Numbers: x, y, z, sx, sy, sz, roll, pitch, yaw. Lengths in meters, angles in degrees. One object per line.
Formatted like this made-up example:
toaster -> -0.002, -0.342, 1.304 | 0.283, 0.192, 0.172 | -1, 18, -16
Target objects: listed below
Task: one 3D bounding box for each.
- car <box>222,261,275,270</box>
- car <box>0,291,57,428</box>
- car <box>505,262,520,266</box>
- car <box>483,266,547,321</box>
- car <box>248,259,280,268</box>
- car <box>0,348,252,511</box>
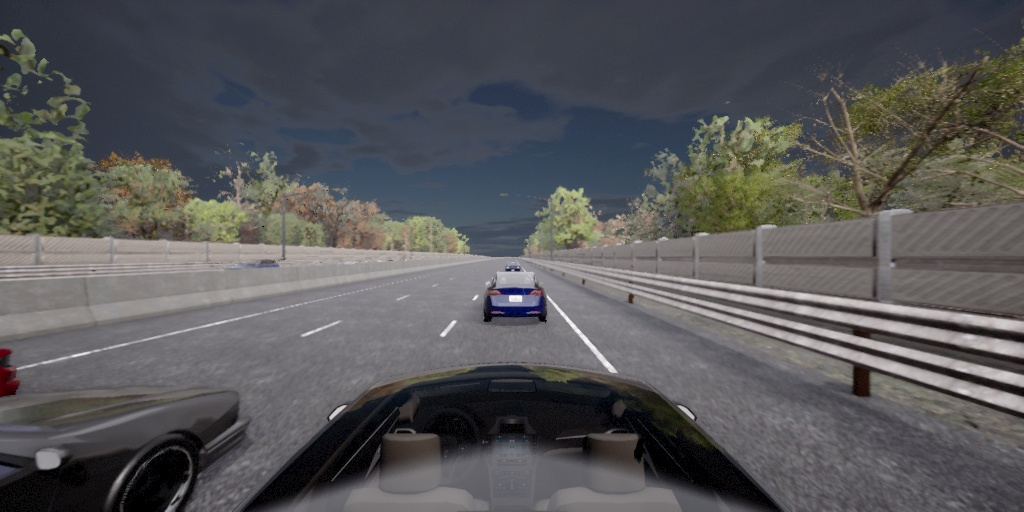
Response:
car -> -21.079, 1.321, 27.959 | 1.994, 1.385, 4.181 | 0, 0, 0
car -> -6.898, 1.228, 2.191 | 1.882, 1.535, 5.008 | 0, 0, 0
car -> 0.108, 1.361, 43.276 | 1.895, 1.301, 4.718 | 0, 0, 0
car -> 0.103, 1.256, 12.501 | 2.163, 1.488, 4.792 | 0, 0, 0
car -> -24.549, 1.110, 34.499 | 2.097, 1.767, 4.553 | 0, 0, 0
car -> -3.398, 1.297, 0.905 | 2.033, 1.411, 5.357 | 0, 0, 0
